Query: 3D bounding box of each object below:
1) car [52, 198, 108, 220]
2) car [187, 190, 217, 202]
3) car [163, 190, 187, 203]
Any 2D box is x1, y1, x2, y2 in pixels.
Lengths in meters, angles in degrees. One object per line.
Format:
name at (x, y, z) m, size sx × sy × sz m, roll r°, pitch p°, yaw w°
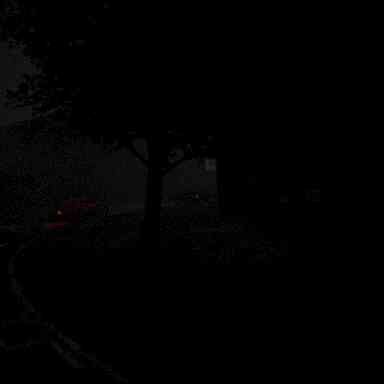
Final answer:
car at (-8.318, 1.175, 25.255) m, size 1.882 × 1.535 × 5.008 m, roll -3°, pitch 1°, yaw 19°
car at (1.664, 0.437, 41.910) m, size 1.994 × 1.385 × 4.181 m, roll -3°, pitch 1°, yaw 33°
car at (-1.832, 0.577, 43.313) m, size 2.128 × 1.511 × 4.902 m, roll -3°, pitch 1°, yaw 33°
